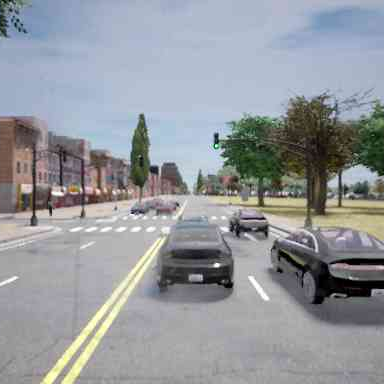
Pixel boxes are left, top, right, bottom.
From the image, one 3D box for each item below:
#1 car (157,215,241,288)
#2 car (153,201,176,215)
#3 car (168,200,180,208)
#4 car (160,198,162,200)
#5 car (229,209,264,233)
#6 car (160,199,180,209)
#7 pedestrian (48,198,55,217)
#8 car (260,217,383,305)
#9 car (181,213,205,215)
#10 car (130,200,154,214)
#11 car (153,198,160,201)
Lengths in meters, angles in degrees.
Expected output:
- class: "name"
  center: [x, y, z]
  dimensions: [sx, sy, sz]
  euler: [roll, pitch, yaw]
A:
- class: "car"
  center: [0.089, 1.634, 9.567]
  dimensions: [1.837, 1.490, 4.892]
  euler: [0, -1, 0]
- class: "car"
  center: [-3.339, 2.101, 41.106]
  dimensions: [1.895, 1.301, 4.718]
  euler: [0, 0, 0]
- class: "car"
  center: [-3.293, 2.137, 61.971]
  dimensions: [1.895, 1.301, 4.718]
  euler: [0, 0, 1]
- class: "car"
  center: [-6.536, 1.889, 62.876]
  dimensions: [2.097, 1.767, 4.553]
  euler: [0, 0, 0]
- class: "car"
  center: [3.324, 1.787, 20.041]
  dimensions: [2.128, 1.511, 4.902]
  euler: [0, -1, 0]
- class: "car"
  center: [-3.335, 2.093, 49.912]
  dimensions: [1.994, 1.385, 4.181]
  euler: [0, 0, 0]
- class: "pedestrian"
  center: [-14.123, 1.539, 33.312]
  dimensions: [0.375, 1.860, 0.375]
  euler: [0, -2, 0]
- class: "car"
  center: [3.336, 1.602, 8.313]
  dimensions: [2.128, 1.511, 4.902]
  euler: [0, -1, 0]
- class: "car"
  center: [0.076, 1.900, 20.287]
  dimensions: [1.895, 1.301, 4.718]
  euler: [0, -1, 0]
- class: "car"
  center: [-6.586, 2.057, 42.832]
  dimensions: [2.033, 1.411, 5.357]
  euler: [0, 0, 0]
- class: "car"
  center: [-6.577, 2.038, 52.655]
  dimensions: [1.837, 1.490, 4.892]
  euler: [0, 0, 0]
